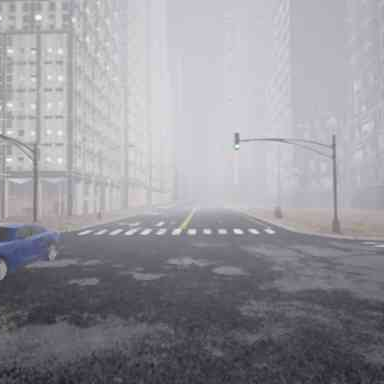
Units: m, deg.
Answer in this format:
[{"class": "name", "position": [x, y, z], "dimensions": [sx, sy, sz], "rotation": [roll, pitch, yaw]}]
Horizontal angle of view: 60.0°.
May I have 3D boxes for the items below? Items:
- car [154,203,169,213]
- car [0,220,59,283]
[{"class": "car", "position": [-4.762, 2.409, 52.424], "dimensions": [1.812, 1.442, 4.674], "rotation": [-1, -1, 2]}, {"class": "car", "position": [-6.025, 1.727, 10.610], "dimensions": [1.882, 1.535, 5.008], "rotation": [-1, -1, 2]}]
